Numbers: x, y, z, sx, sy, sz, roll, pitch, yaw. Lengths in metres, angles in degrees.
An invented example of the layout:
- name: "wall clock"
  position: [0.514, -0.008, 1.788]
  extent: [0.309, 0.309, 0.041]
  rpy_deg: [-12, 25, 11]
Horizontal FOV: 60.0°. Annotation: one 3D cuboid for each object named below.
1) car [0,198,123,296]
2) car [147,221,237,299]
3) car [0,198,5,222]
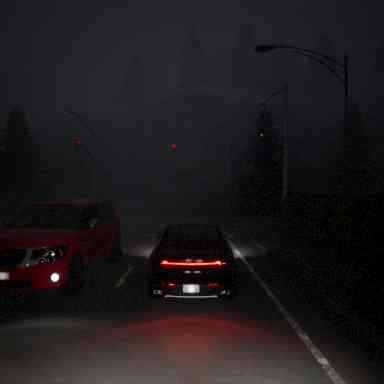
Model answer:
- name: "car"
  position: [-3.466, 1.221, 9.007]
  extent: [2.150, 2.045, 5.566]
  rpy_deg: [0, 0, 2]
- name: "car"
  position: [0.026, 1.505, 8.458]
  extent: [1.837, 1.490, 4.892]
  rpy_deg: [0, 0, 1]
- name: "car"
  position: [-16.429, 1.352, 24.094]
  extent: [4.553, 1.767, 2.097]
  rpy_deg: [0, 0, 1]
